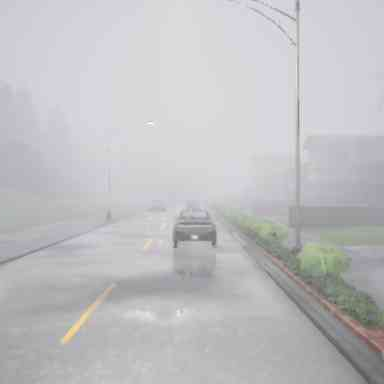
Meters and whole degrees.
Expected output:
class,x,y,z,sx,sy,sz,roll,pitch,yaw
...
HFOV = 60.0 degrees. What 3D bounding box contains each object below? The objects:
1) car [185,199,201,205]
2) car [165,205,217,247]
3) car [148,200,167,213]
class,x,y,z,sx,sy,sz,roll,pitch,yaw
car,0.141,1.675,43.768,1.837,1.490,4.892,0,0,0
car,0.114,1.550,15.288,2.128,1.511,4.902,0,0,0
car,-4.059,1.679,39.925,1.812,1.442,4.674,0,0,0
